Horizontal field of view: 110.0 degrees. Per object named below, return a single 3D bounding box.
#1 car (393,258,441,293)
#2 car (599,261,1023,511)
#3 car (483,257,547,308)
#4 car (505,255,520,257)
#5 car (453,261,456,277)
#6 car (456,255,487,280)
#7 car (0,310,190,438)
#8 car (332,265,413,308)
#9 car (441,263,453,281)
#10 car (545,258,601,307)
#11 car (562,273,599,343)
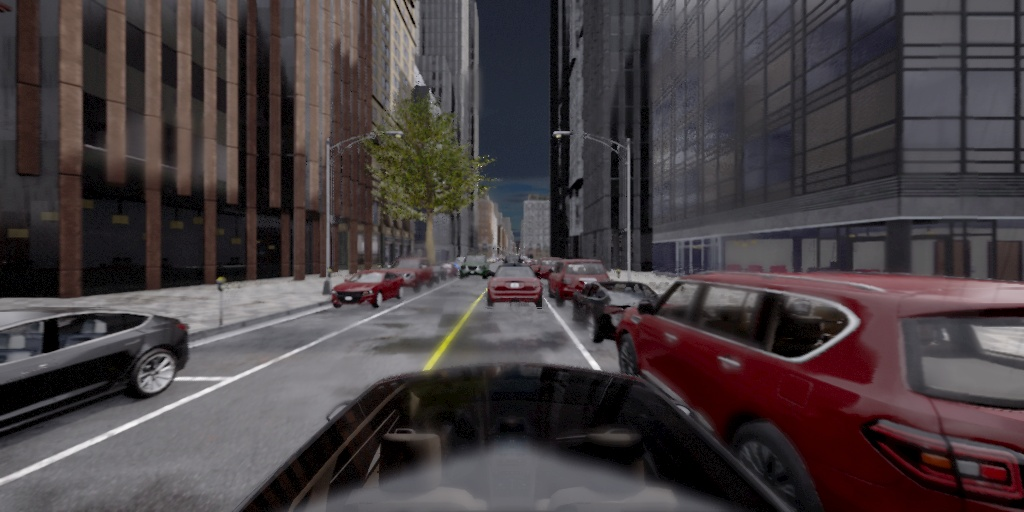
[{"bbox_3d":[-5.855,1.030,20.726,2.192,1.841,5.009,0,0,0],"label":"car"},{"bbox_3d":[2.668,1.061,3.800,2.192,1.841,5.009,0,0,0],"label":"car"},{"bbox_3d":[0.101,1.076,15.119,2.097,1.767,4.553,0,0,0],"label":"car"},{"bbox_3d":[0.105,0.916,40.513,2.150,2.045,5.566,0,0,0],"label":"car"},{"bbox_3d":[-5.853,1.279,32.004,1.802,1.307,4.207,0,0,0],"label":"car"},{"bbox_3d":[-3.093,0.920,30.682,2.150,2.045,5.566,0,0,0],"label":"car"},{"bbox_3d":[-5.857,1.311,3.808,1.948,1.339,4.313,0,0,0],"label":"car"},{"bbox_3d":[-5.856,1.270,15.086,1.888,1.381,4.507,0,0,0],"label":"car"},{"bbox_3d":[-5.854,1.271,26.366,1.948,1.339,4.313,0,0,0],"label":"car"},{"bbox_3d":[2.670,1.040,15.077,2.192,1.841,5.009,0,0,0],"label":"car"},{"bbox_3d":[2.669,1.301,9.438,1.948,1.339,4.313,0,0,0],"label":"car"}]
